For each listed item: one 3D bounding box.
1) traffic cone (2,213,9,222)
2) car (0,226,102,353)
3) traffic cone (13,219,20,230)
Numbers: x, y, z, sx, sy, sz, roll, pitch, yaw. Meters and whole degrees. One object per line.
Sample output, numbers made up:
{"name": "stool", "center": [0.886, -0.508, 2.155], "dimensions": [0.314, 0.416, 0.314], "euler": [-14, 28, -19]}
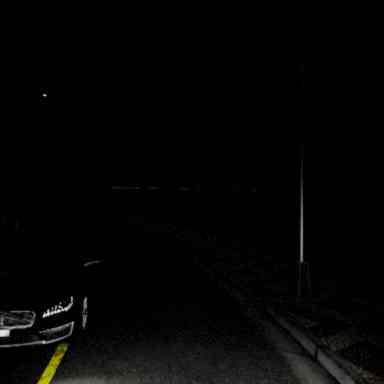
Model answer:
{"name": "traffic cone", "center": [-12.521, 1.706, 22.349], "dimensions": [0.340, 0.580, 0.340], "euler": [0, 2, -39]}
{"name": "car", "center": [-2.883, 1.503, 6.503], "dimensions": [1.837, 1.490, 4.892], "euler": [1, 0, -12]}
{"name": "traffic cone", "center": [-9.799, 1.807, 18.575], "dimensions": [0.340, 0.580, 0.340], "euler": [0, 1, -32]}
